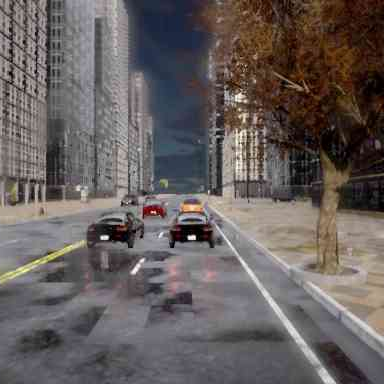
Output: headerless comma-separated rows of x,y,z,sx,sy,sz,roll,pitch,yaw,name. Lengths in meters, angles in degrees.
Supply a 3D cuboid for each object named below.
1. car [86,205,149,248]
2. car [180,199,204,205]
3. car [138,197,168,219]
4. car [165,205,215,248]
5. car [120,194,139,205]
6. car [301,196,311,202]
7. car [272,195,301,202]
-3.250,1.536,14.653,1.812,1.442,4.674,0,0,0,car
0.000,1.375,29.624,2.097,1.767,4.553,0,0,0,car
-3.250,1.493,29.654,1.882,1.535,5.008,0,0,0,car
0.000,1.536,14.652,1.812,1.442,4.674,0,0,0,car
-9.751,1.343,52.629,2.150,2.045,5.566,0,0,0,car
21.963,1.361,68.713,4.829,1.417,1.752,-1,0,-1,car
16.682,1.299,60.265,4.403,1.369,2.008,-1,0,-1,car
